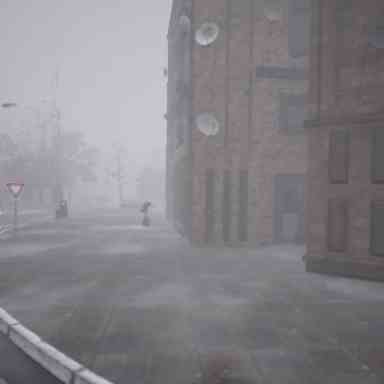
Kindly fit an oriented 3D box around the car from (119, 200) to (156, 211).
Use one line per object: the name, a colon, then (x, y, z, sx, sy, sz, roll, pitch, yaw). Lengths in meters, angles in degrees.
car: (-6.861, 1.744, 42.548, 1.895, 1.301, 4.718, 1, -3, 41)
